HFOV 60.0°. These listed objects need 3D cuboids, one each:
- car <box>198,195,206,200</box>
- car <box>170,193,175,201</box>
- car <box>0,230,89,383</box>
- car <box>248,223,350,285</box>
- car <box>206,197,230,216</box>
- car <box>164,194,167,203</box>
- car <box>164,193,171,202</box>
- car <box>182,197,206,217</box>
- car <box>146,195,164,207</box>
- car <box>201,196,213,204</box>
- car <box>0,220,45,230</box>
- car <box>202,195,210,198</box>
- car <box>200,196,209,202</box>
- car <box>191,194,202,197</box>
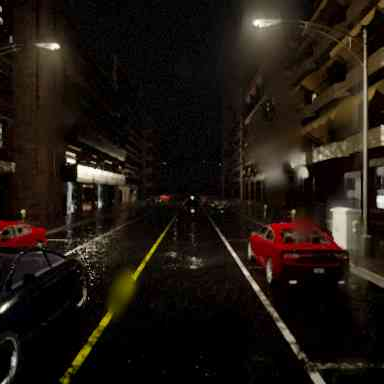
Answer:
[{"bbox_3d":[2.665,1.408,88.174,1.802,1.307,4.206,0,0,0],"label":"car"},{"bbox_3d":[-5.712,1.164,76.903,2.192,1.841,5.009,0,0,0],"label":"car"},{"bbox_3d":[-3.047,1.556,4.926,1.994,1.385,4.181,0,0,1],"label":"car"},{"bbox_3d":[2.688,1.527,9.267,1.887,1.381,4.507,0,0,0],"label":"car"},{"bbox_3d":[2.682,1.490,31.811,2.008,1.369,4.403,0,0,0],"label":"car"},{"bbox_3d":[-5.706,1.445,54.358,2.008,1.369,4.403,0,0,0],"label":"car"},{"bbox_3d":[-5.709,1.416,65.631,1.887,1.381,4.507,0,0,0],"label":"car"},{"bbox_3d":[0.076,1.467,30.881,1.812,1.442,4.674,0,0,0],"label":"car"},{"bbox_3d":[-5.704,1.457,48.721,2.008,1.369,4.403,0,0,0],"label":"car"},{"bbox_3d":[2.673,1.449,59.993,1.947,1.339,4.313,0,0,0],"label":"car"},{"bbox_3d":[-5.692,1.527,9.269,1.887,1.381,4.507,0,0,0],"label":"car"},{"bbox_3d":[2.675,1.419,54.526,1.752,1.417,4.829,0,0,0],"label":"car"},{"bbox_3d":[2.670,1.442,71.265,1.802,1.307,4.206,0,0,0],"label":"car"},{"bbox_3d":[-0.006,1.407,50.032,2.163,1.488,4.792,0,0,0],"label":"car"}]
